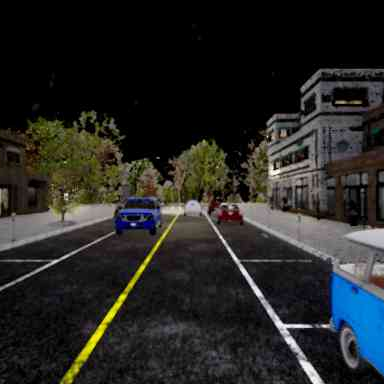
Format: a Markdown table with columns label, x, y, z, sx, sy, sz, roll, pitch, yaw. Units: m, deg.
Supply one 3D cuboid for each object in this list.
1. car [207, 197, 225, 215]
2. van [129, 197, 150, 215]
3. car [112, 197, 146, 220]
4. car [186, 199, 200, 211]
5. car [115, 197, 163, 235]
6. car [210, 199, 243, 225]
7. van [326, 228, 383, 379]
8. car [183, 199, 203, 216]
| label | x | y | z | sx | sy | sz | roll | pitch | yaw |
| --- | --- | --- | --- | --- | --- | --- | --- | --- | --- |
| car | 2.715 | 1.488 | 36.314 | 2.192 | 1.841 | 5.009 | 1 | 0 | 0 |
| van | -5.692 | 1.514 | 36.302 | 1.690 | 1.788 | 3.998 | 1 | 0 | 0 |
| car | -5.679 | 1.464 | 30.760 | 2.192 | 1.841 | 5.009 | 1 | 0 | 0 |
| car | 0.099 | 1.738 | 45.239 | 1.812 | 1.442 | 4.674 | 0 | 0 | 0 |
| car | -3.001 | 1.326 | 19.816 | 2.150 | 2.045 | 5.566 | 0 | 0 | 0 |
| car | 2.700 | 1.563 | 25.229 | 1.967 | 1.590 | 4.097 | 1 | 0 | 0 |
| van | 2.701 | 1.357 | 3.058 | 1.690 | 1.788 | 3.998 | 1 | 0 | 0 |
| car | 0.099 | 1.692 | 34.806 | 1.812 | 1.442 | 4.674 | 0 | 0 | 0 |
